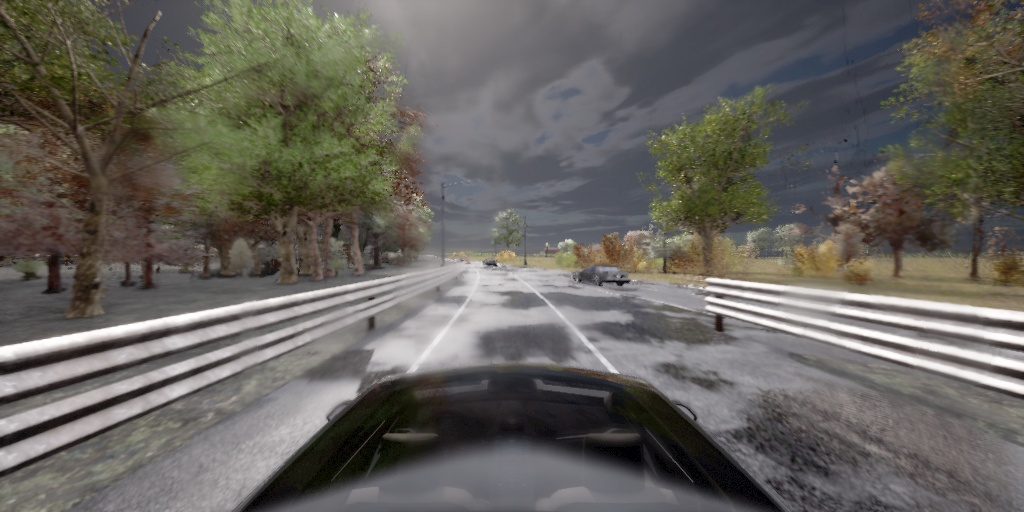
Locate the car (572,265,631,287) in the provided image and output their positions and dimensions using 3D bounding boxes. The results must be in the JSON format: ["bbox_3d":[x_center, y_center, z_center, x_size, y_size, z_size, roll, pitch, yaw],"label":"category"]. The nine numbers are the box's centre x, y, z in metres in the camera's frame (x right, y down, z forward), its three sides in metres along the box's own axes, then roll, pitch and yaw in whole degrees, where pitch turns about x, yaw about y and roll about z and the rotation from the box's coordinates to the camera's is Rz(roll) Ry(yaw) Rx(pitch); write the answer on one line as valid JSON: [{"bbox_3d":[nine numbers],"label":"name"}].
[{"bbox_3d":[6.015,1.302,24.686,2.033,1.411,5.357,1,0,-14],"label":"car"}]

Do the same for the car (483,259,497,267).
[{"bbox_3d":[-3.977,1.195,63.729,1.837,1.490,4.892,0,0,-14],"label":"car"}]
